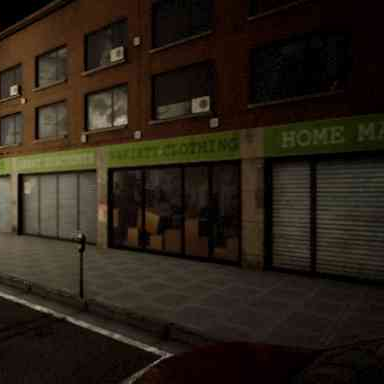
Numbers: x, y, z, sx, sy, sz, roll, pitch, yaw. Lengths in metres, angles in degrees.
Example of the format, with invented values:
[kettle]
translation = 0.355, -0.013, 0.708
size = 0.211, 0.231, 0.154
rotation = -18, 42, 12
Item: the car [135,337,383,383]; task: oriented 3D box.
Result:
[car]
translation = 1.387, 1.582, 1.822
size = 4.206, 1.307, 1.802
rotation = 0, 0, 35
